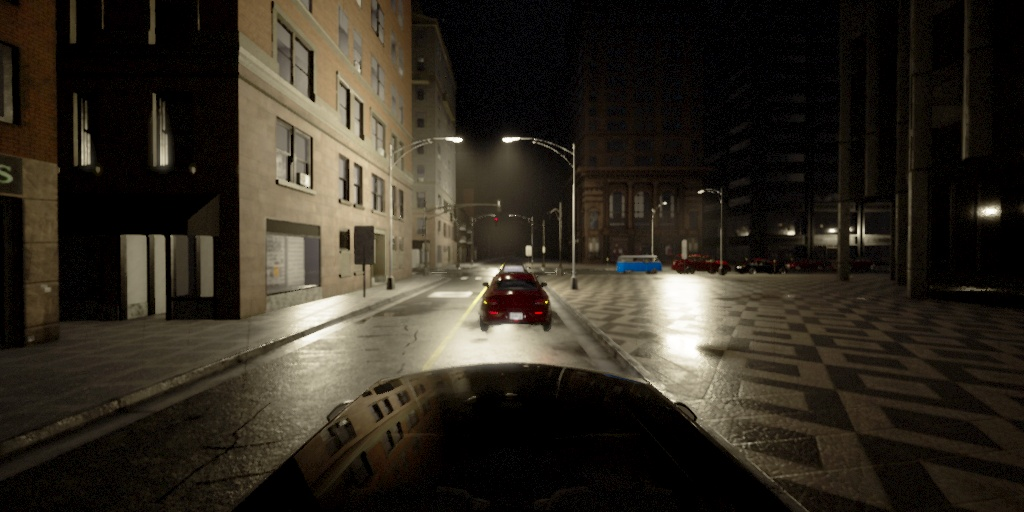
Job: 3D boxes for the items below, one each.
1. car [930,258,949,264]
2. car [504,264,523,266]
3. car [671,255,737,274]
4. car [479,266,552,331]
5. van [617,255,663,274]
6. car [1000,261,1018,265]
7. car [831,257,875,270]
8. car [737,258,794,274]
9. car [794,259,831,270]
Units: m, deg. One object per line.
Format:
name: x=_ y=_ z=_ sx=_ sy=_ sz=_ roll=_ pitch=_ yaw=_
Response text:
car: x=39.912 y=0.920 z=33.470 sx=4.097 sy=1.591 sz=1.967 roll=0 pitch=0 yaw=-1
car: x=0.093 y=1.140 z=21.071 sx=1.994 sy=1.385 sz=4.181 roll=0 pitch=1 yaw=0
car: x=17.355 y=0.812 z=33.117 sx=5.009 sy=1.841 sz=2.192 roll=0 pitch=0 yaw=-1
car: x=0.087 y=1.197 z=10.503 sx=1.812 sy=1.442 sz=4.674 roll=0 pitch=0 yaw=0
van: x=11.715 y=0.841 z=33.028 sx=3.998 sy=1.789 sz=1.690 roll=0 pitch=0 yaw=-1
car: x=45.553 y=1.058 z=33.558 sx=4.207 sy=1.307 sz=1.802 roll=0 pitch=0 yaw=-1
car: x=39.803 y=0.844 z=41.994 sx=4.097 sy=1.591 sz=1.967 roll=0 pitch=0 yaw=-1
car: x=22.995 y=1.059 z=33.205 sx=4.313 sy=1.339 sz=1.948 roll=0 pitch=0 yaw=-1
car: x=34.164 y=0.990 z=41.906 sx=4.207 sy=1.307 sz=1.802 roll=0 pitch=0 yaw=-1
